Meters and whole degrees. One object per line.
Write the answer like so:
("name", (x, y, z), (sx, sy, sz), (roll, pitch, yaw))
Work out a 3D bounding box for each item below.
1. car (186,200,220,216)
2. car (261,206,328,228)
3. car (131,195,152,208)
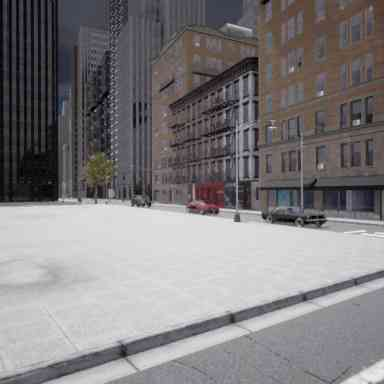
("car", (1.079, 1.623, 35.130), (1.882, 1.535, 5.008), (0, 0, -26))
("car", (6.993, 1.675, 23.115), (1.895, 1.301, 4.718), (0, 0, -26))
("car", (-8.392, 1.495, 54.585), (2.150, 2.045, 5.566), (0, 0, -26))
